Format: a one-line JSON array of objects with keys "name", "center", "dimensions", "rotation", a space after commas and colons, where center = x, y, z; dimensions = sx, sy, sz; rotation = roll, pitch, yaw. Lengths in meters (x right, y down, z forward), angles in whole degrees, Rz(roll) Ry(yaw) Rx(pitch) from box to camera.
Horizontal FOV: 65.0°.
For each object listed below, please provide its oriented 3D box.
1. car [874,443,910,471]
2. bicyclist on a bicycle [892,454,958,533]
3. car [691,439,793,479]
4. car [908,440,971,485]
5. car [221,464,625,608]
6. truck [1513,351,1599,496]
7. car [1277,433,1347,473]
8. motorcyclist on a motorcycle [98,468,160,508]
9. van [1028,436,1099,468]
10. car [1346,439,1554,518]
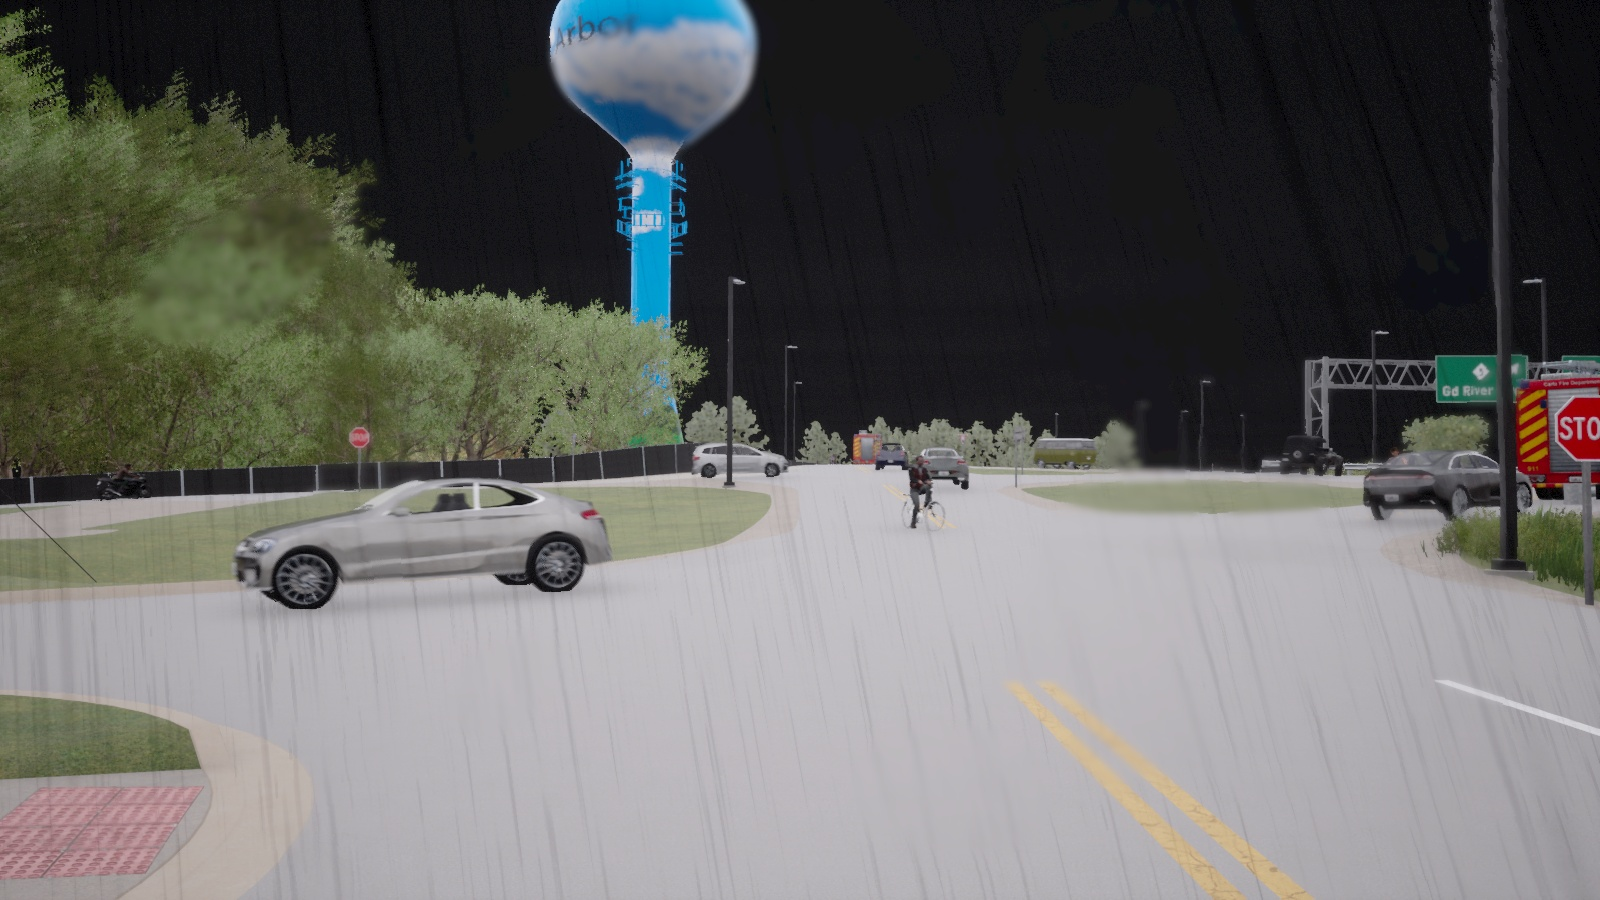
[{"name": "car", "center": [5.179, 0.346, 70.267], "dimensions": [1.845, 1.501, 3.633], "rotation": [0, 1, 7]}, {"name": "bicyclist on a bicycle", "center": [2.906, 0.990, 29.353], "dimensions": [0.659, 1.776, 1.843], "rotation": [1, -1, -26]}, {"name": "car", "center": [-2.714, 0.429, 58.885], "dimensions": [4.611, 1.667, 2.242], "rotation": [-2, 0, -2]}, {"name": "car", "center": [5.652, 0.481, 51.398], "dimensions": [2.152, 1.651, 5.027], "rotation": [0, 2, 1]}, {"name": "car", "center": [-5.235, 1.115, 17.590], "dimensions": [5.027, 1.651, 2.152], "rotation": [-1, -2, -29]}, {"name": "truck", "center": [23.912, -0.756, 36.584], "dimensions": [8.468, 3.827, 2.891], "rotation": [-1, -1, -43]}, {"name": "car", "center": [24.722, 0.118, 60.573], "dimensions": [1.905, 1.878, 3.866], "rotation": [1, 0, 42]}, {"name": "motorcyclist on a motorcycle", "center": [-27.577, 1.537, 51.623], "dimensions": [2.044, 1.523, 0.797], "rotation": [-3, 1, -40]}, {"name": "van", "center": [16.847, 0.118, 80.503], "dimensions": [1.775, 1.987, 4.442], "rotation": [1, 0, -36]}, {"name": "car", "center": [14.523, 0.617, 27.966], "dimensions": [4.902, 1.511, 2.128], "rotation": [-2, -1, -37]}]
